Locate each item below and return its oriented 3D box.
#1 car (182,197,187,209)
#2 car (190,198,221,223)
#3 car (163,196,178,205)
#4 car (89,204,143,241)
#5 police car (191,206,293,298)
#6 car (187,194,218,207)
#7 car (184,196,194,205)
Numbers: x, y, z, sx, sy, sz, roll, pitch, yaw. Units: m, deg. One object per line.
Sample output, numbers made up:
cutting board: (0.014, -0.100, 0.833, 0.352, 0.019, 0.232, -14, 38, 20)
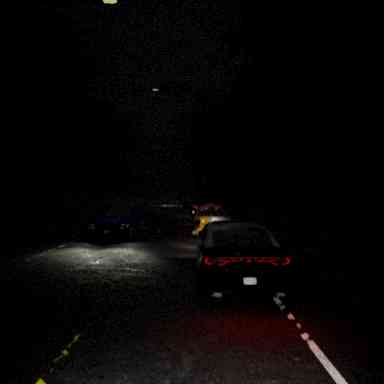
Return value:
car: (-0.308, 1.458, 45.339, 2.128, 1.511, 4.902, 0, 0, 0)
car: (0.978, 1.383, 18.669, 1.801, 1.575, 5.366, -1, 1, 0)
car: (-4.146, 1.561, 59.087, 2.033, 1.411, 5.357, 0, 0, -1)
car: (-3.650, 1.418, 16.662, 1.882, 1.535, 5.008, 0, 0, 0)
police car: (1.039, 1.387, 8.575, 1.930, 1.638, 5.238, 0, 0, 0)
car: (0.925, 1.141, 24.522, 2.150, 2.045, 5.566, -1, 0, 0)
car: (-0.579, 1.543, 59.424, 1.812, 1.442, 4.674, 0, 0, -1)
